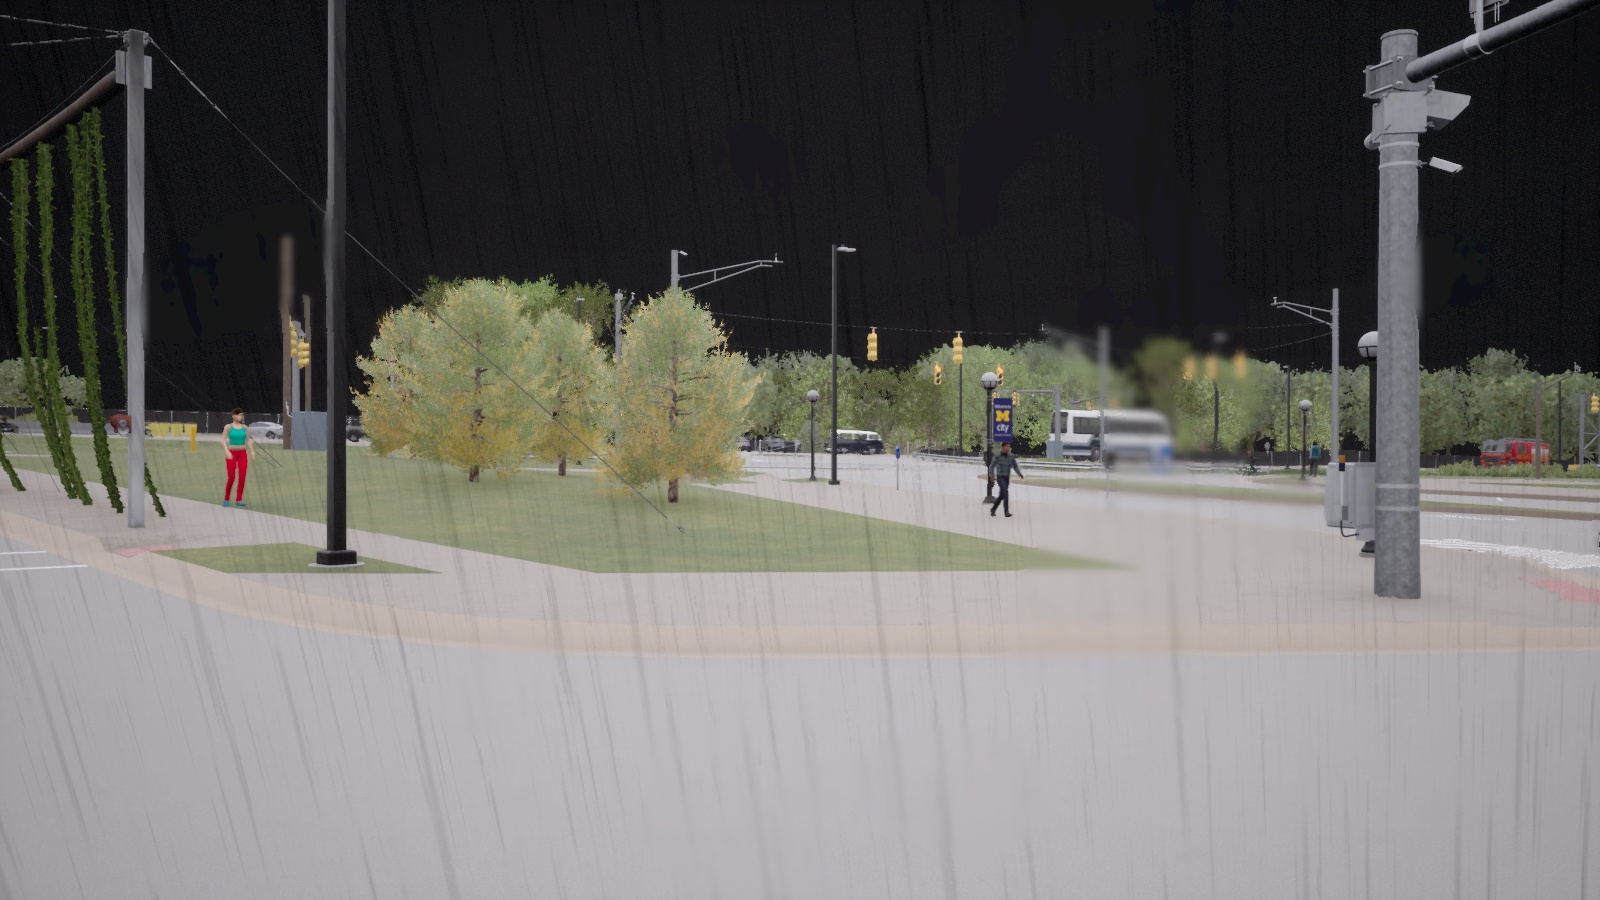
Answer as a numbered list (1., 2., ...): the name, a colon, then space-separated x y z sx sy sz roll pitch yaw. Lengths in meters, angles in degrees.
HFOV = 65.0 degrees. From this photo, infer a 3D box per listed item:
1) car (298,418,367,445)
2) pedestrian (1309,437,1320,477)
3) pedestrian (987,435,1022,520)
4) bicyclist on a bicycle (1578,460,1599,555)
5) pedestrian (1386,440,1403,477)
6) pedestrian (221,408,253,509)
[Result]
1. car: -34.492 -1.347 92.773 4.605 1.855 1.932 1 0 -18
2. pedestrian: 24.811 0.334 60.564 0.396 1.930 0.692 0 0 12
3. pedestrian: 4.744 0.626 29.180 0.423 1.949 0.788 0 0 -24
4. bicyclist on a bicycle: 14.259 0.983 21.355 0.866 1.612 1.509 0 -1 -25
5. pedestrian: 30.238 0.425 63.850 0.726 1.842 0.402 0 0 -21
6. pedestrian: -10.359 0.158 23.104 0.345 1.836 0.594 0 0 -43
